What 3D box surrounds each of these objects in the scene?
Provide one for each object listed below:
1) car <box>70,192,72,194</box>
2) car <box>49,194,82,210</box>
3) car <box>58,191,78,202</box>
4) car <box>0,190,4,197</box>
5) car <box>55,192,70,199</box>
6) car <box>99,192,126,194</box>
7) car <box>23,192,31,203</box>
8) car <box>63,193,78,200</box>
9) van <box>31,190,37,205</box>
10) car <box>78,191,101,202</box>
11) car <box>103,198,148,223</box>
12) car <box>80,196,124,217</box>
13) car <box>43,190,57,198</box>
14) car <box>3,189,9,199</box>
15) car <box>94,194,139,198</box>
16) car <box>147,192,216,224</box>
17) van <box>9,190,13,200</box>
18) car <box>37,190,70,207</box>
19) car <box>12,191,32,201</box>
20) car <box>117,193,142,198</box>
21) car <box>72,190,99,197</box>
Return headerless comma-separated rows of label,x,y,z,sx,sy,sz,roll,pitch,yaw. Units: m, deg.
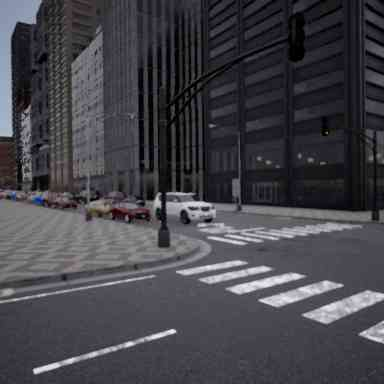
car,-18.908,1.121,48.883,1.994,1.385,4.181,-1,1,-35
car,-14.487,1.245,37.954,1.887,1.381,4.507,0,1,-36
car,-21.473,0.783,57.586,2.097,1.767,4.553,-1,1,-36
car,-40.863,0.810,74.409,2.008,1.369,4.403,0,1,-36
car,-27.360,0.799,70.289,1.887,1.381,4.507,0,1,-36
car,-10.875,0.845,47.503,2.192,1.841,5.009,0,1,-36
car,-24.378,1.095,51.625,2.008,1.369,4.403,0,1,-36
car,-24.063,0.894,65.733,1.802,1.307,4.206,0,1,-36
van,-21.081,0.939,47.067,1.690,1.788,3.998,0,1,-36
car,-17.468,0.739,56.617,2.192,1.841,5.009,0,1,-36
car,-4.595,1.386,24.283,1.887,1.381,4.507,0,1,-36
car,-7.793,1.323,28.702,1.752,1.417,4.829,0,1,-36
car,-33.953,0.454,79.400,2.192,1.841,5.009,0,1,-36
car,-37.566,0.632,69.850,2.192,1.841,5.009,0,1,-36
car,-7.688,1.276,33.269,2.033,1.411,5.357,-1,1,-35
car,-0.687,1.048,23.563,2.150,2.045,5.566,-1,1,-36
van,-34.268,0.716,65.294,1.690,1.788,3.998,0,1,-36
car,-17.783,0.965,42.509,2.192,1.841,5.009,0,1,-36
car,-30.972,0.872,60.738,1.967,1.590,4.097,0,1,-36
car,-7.578,1.146,42.949,1.947,1.339,4.313,0,1,-36
car,-15.303,0.752,49.125,2.150,2.045,5.566,-1,1,-38
